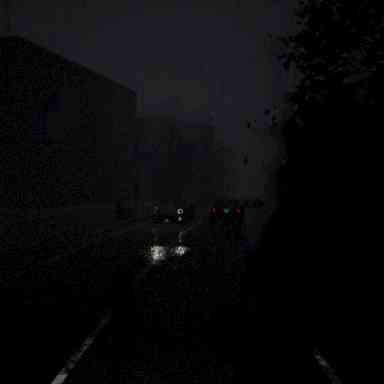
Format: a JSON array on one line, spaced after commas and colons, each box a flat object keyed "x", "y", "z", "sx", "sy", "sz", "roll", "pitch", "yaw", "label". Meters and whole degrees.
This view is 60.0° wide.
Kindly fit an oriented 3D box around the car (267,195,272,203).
[{"x": 13.423, "y": 1.319, "z": 61.365, "sx": 1.837, "sy": 1.490, "sz": 4.892, "roll": 3, "pitch": 1, "yaw": 31, "label": "car"}]

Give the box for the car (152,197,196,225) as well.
[{"x": -1.117, "y": 1.145, "z": 22.299, "sx": 2.097, "sy": 1.767, "sz": 4.553, "roll": 1, "pitch": 1, "yaw": 11, "label": "car"}]

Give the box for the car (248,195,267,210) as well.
[{"x": 7.579, "y": 1.303, "z": 40.882, "sx": 1.882, "sy": 1.535, "sz": 5.008, "roll": 2, "pitch": 1, "yaw": 20, "label": "car"}]

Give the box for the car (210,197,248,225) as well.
[{"x": 2.541, "y": 1.204, "z": 22.978, "sx": 2.097, "sy": 1.767, "sz": 4.553, "roll": 1, "pitch": 1, "yaw": 11, "label": "car"}]
